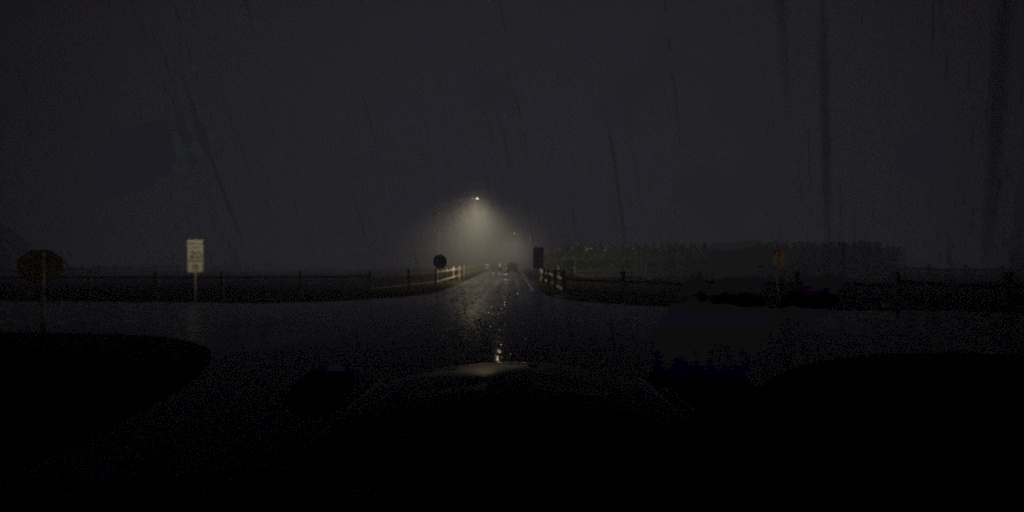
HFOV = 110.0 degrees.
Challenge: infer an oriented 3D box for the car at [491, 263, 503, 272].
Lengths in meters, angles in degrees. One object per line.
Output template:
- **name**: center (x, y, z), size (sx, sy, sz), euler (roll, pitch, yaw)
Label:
- **car**: center (-2.689, 1.999, 63.790), size (2.128, 1.511, 4.902), euler (0, -1, 0)

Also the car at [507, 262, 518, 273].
- **car**: center (0.056, 1.955, 58.782), size (1.837, 1.490, 4.892), euler (0, -1, 0)
